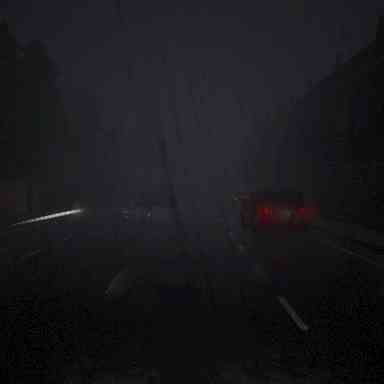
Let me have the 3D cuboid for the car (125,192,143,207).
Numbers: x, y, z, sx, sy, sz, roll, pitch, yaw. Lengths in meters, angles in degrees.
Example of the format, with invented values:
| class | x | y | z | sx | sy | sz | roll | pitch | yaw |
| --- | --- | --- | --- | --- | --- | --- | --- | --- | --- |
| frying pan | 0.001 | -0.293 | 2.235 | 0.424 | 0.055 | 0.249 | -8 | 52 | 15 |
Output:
| class | x | y | z | sx | sy | sz | roll | pitch | yaw |
| --- | --- | --- | --- | --- | --- | --- | --- | --- | --- |
| car | -5.069 | 0.748 | 34.148 | 2.128 | 1.511 | 4.902 | 0 | 1 | 17 |

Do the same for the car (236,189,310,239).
| class | x | y | z | sx | sy | sz | roll | pitch | yaw |
| --- | --- | --- | --- | --- | --- | --- | --- | --- | --- |
| car | 3.619 | 0.886 | 15.361 | 2.150 | 2.045 | 5.566 | 0 | 1 | 0 |

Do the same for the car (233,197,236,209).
| class | x | y | z | sx | sy | sz | roll | pitch | yaw |
| --- | --- | --- | --- | --- | --- | --- | --- | --- | --- |
| car | 5.251 | 0.662 | 31.752 | 2.097 | 1.767 | 4.553 | 1 | 1 | 16 |

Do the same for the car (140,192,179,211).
| class | x | y | z | sx | sy | sz | roll | pitch | yaw |
| --- | --- | --- | --- | --- | --- | --- | --- | --- | --- |
| car | -2.612 | 0.883 | 30.510 | 2.033 | 1.411 | 5.357 | 0 | 1 | 12 |
